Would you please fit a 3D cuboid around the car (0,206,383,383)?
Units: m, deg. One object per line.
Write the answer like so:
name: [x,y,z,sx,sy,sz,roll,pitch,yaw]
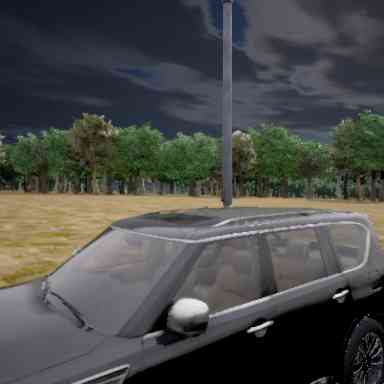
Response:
car: [-0.005,1.222,3.415,5.566,2.045,2.150,0,0,-36]
